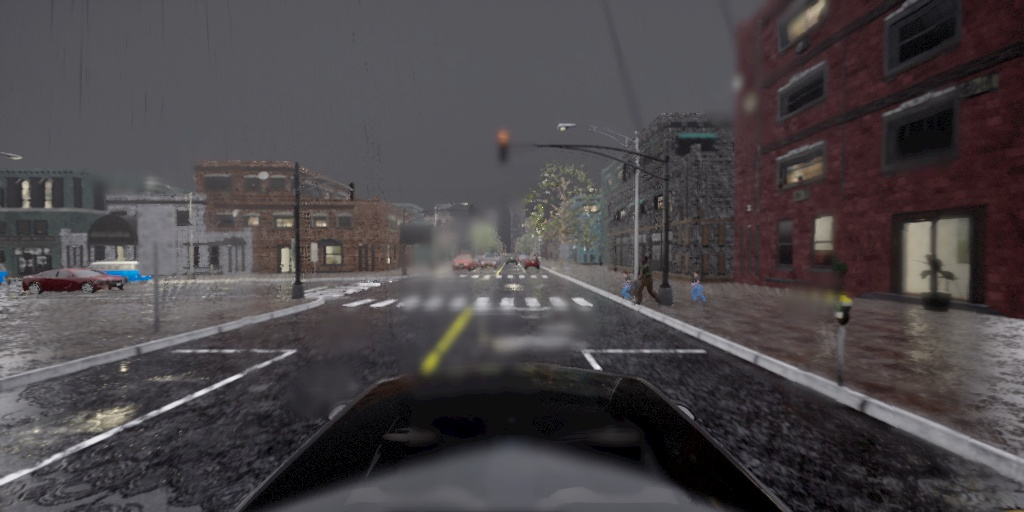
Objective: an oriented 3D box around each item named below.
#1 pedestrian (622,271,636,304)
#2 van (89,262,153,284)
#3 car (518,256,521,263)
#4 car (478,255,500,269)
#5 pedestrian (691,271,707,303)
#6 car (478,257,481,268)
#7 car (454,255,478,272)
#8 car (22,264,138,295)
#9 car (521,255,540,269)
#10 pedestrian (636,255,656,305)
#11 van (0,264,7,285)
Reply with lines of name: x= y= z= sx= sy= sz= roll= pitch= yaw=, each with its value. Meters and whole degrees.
pedestrian: x=4.540 y=1.108 z=14.095 sx=0.375 sy=1.300 sz=0.375 roll=-1 pitch=1 yaw=0
van: x=-30.302 y=1.335 z=27.688 sx=3.998 sy=1.789 sz=1.690 roll=0 pitch=0 yaw=-1
car: x=2.682 y=0.991 z=65.186 sx=2.007 sy=1.370 sz=4.403 roll=0 pitch=0 yaw=0
car: x=-3.079 y=0.872 z=48.811 sx=2.097 sy=1.767 sz=4.553 roll=0 pitch=0 yaw=0
pedestrian: x=7.018 y=1.110 z=13.494 sx=0.375 sy=1.300 sz=0.375 roll=-1 pitch=1 yaw=0
car: x=-5.696 y=1.067 z=48.552 sx=1.888 sy=1.381 sz=4.507 roll=0 pitch=0 yaw=0
car: x=-5.695 y=0.864 z=43.008 sx=2.192 sy=1.841 sz=5.009 roll=0 pitch=0 yaw=0
car: x=-26.564 y=1.500 z=21.931 sx=5.008 sy=1.535 sz=1.882 roll=-1 pitch=1 yaw=-1
car: x=2.685 y=0.837 z=48.554 sx=2.192 sy=1.841 sz=5.009 roll=0 pitch=0 yaw=0
pedestrian: x=4.752 y=0.839 z=12.740 sx=0.375 sy=1.860 sz=0.375 roll=-1 pitch=1 yaw=0
van: x=-41.619 y=1.496 z=27.562 sx=3.998 sy=1.789 sz=1.690 roll=0 pitch=0 yaw=-1
